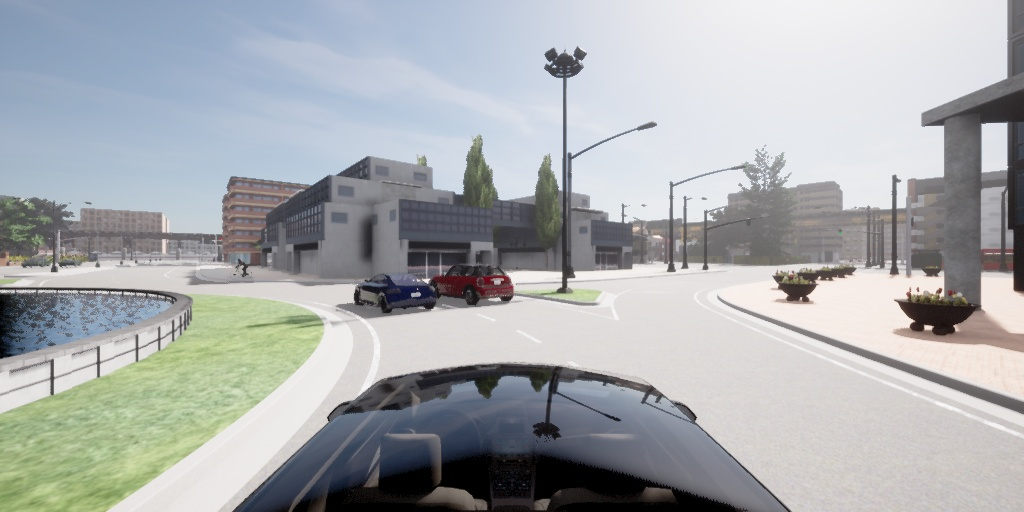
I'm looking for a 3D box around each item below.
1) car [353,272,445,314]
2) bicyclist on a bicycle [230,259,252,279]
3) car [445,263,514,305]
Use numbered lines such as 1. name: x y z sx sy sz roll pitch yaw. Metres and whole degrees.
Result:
1. car: -4.664 1.322 14.044 1.994 1.385 4.181 0 0 -41
2. bicyclist on a bicycle: -22.184 1.052 29.371 0.582 1.620 1.656 0 0 26
3. car: -1.995 1.116 16.308 2.097 1.767 4.553 0 0 -41
